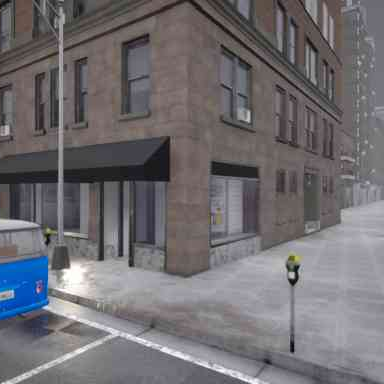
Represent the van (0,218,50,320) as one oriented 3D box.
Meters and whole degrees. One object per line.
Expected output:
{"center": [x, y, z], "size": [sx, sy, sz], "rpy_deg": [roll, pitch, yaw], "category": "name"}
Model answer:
{"center": [-4.354, 1.340, 6.129], "size": [3.998, 1.788, 1.690], "rpy_deg": [0, 0, 35], "category": "van"}
